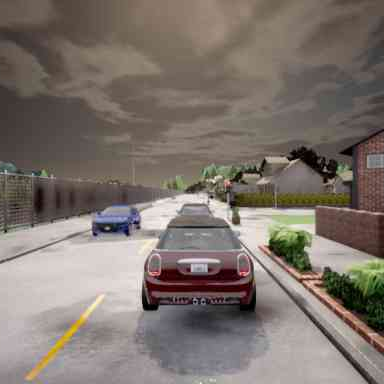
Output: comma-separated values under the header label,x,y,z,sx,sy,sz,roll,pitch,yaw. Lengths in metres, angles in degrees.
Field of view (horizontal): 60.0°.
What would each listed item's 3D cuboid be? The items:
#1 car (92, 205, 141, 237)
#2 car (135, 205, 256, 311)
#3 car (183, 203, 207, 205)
label,x,y,z,sx,sy,sz,roll,pitch,yaw
car,-3.981,1.477,18.275,1.882,1.535,5.008,0,0,1
car,0.129,1.352,7.934,2.097,1.767,4.553,0,0,0
car,0.171,1.351,17.631,2.097,1.767,4.553,0,0,0
